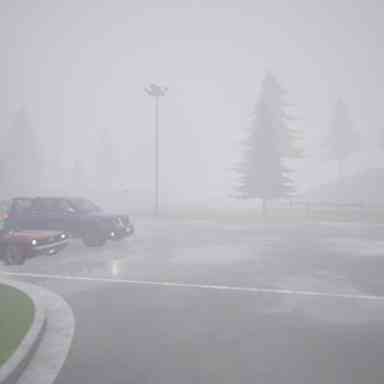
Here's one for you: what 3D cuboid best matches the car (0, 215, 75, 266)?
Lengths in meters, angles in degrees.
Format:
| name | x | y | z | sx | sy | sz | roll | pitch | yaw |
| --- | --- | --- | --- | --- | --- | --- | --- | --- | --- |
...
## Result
| name | x | y | z | sx | sy | sz | roll | pitch | yaw |
| --- | --- | --- | --- | --- | --- | --- | --- | --- | --- |
| car | -6.677 | 1.602 | 11.228 | 4.718 | 1.301 | 1.895 | 0 | 0 | 13 |

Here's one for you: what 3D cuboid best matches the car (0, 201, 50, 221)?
| name | x | y | z | sx | sy | sz | roll | pitch | yaw |
| --- | --- | --- | --- | --- | --- | --- | --- | --- | --- |
| car | -14.441 | 1.504 | 27.415 | 4.892 | 1.490 | 1.837 | 0 | 0 | 13 |

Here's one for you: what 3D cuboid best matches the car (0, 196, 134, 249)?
| name | x | y | z | sx | sy | sz | roll | pitch | yaw |
| --- | --- | --- | --- | --- | --- | --- | --- | --- | --- |
| car | -5.369 | 1.220 | 14.517 | 5.566 | 2.045 | 2.150 | 0 | 0 | 13 |

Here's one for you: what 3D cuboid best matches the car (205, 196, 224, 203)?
| name | x | y | z | sx | sy | sz | roll | pitch | yaw |
| --- | --- | --- | --- | --- | --- | --- | --- | --- | --- |
| car | 4.660 | 1.475 | 69.466 | 2.128 | 1.511 | 4.902 | 0 | 0 | -33 |
